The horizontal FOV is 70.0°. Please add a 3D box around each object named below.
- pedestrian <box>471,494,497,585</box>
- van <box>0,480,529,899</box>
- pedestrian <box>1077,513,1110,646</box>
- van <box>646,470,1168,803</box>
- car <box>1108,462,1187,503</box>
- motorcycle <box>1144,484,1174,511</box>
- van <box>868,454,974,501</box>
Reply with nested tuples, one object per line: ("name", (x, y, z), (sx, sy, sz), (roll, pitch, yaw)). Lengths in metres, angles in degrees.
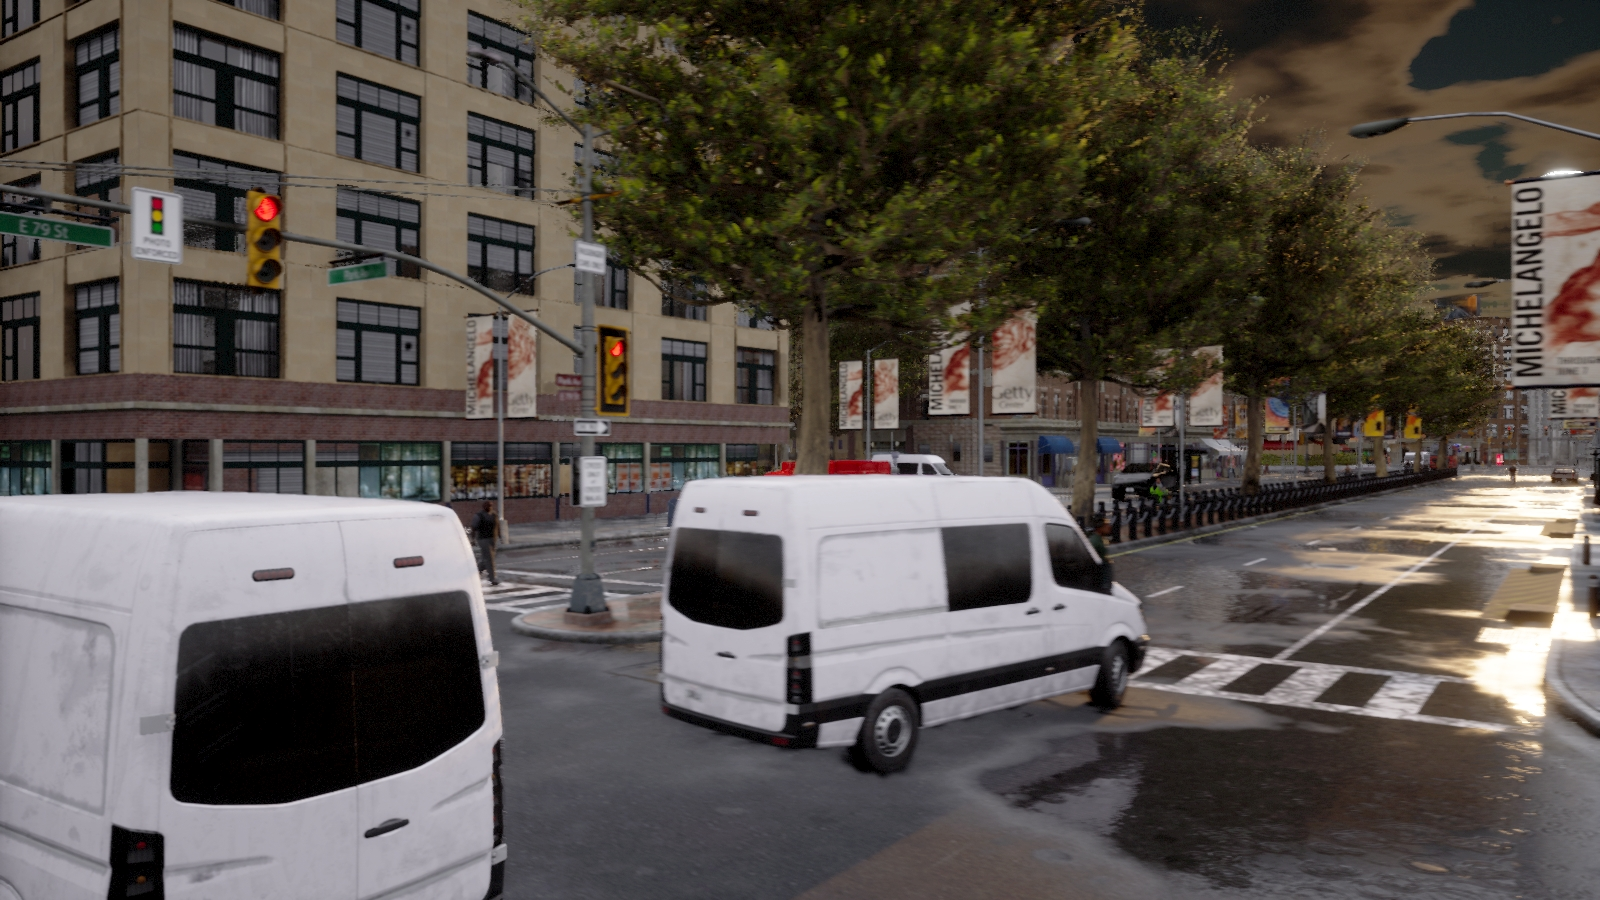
("pedestrian", (-6.581, 1.853, 23.774), (0.375, 1.860, 0.375), (0, 0, 41))
("van", (-4.420, 1.537, 6.895), (5.915, 2.561, 1.988), (0, 0, 35))
("pedestrian", (4.225, 1.850, 16.465), (0.375, 1.860, 0.375), (0, 0, 29))
("van", (1.410, 1.536, 11.867), (5.915, 2.561, 1.988), (0, 0, -43))
("car", (19.286, 1.758, 63.227), (2.390, 2.098, 6.274), (0, 0, 35))
("motorcycle", (16.829, 2.217, 53.552), (0.803, 1.145, 2.033), (0, 0, 35))
("van", (6.945, 1.542, 66.186), (5.915, 2.561, 1.988), (0, 0, 37))
